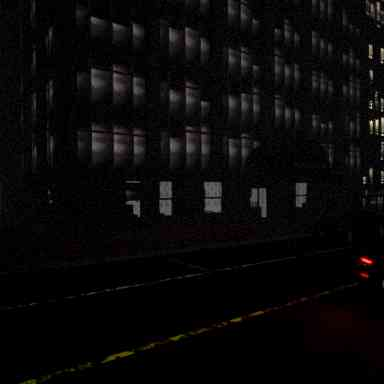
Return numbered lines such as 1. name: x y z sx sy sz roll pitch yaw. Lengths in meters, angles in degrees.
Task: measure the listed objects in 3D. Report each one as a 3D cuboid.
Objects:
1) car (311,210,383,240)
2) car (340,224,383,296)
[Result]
1. car: 7.474 1.542 15.764 4.507 1.381 1.887 0 -1 -35
2. car: 5.482 1.524 7.349 4.674 1.442 1.812 0 0 -35
